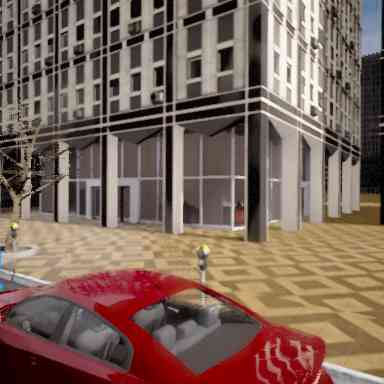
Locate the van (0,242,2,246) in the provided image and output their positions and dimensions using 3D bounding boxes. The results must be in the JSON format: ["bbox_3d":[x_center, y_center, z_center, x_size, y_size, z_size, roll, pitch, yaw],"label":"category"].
[{"bbox_3d":[-5.544,1.294,6.828,3.998,1.788,1.690,0,0,36],"label":"van"}]

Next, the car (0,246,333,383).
[{"bbox_3d":[-0.931,1.530,3.538,4.507,1.381,1.887,0,0,36],"label":"car"}]
